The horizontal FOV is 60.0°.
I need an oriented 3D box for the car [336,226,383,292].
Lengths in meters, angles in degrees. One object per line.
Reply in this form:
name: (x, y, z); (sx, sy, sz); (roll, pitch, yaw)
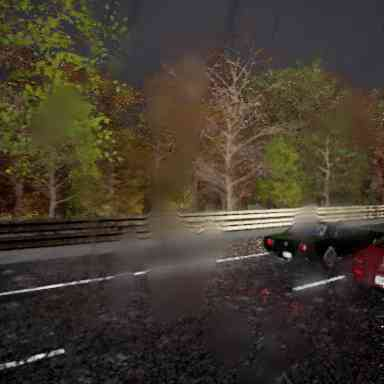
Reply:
car: (5.557, 1.560, 7.757); (4.674, 1.442, 1.812); (0, 0, -36)

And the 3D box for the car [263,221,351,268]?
car: (4.719, 1.642, 11.477); (4.718, 1.301, 1.895); (0, 0, -36)
